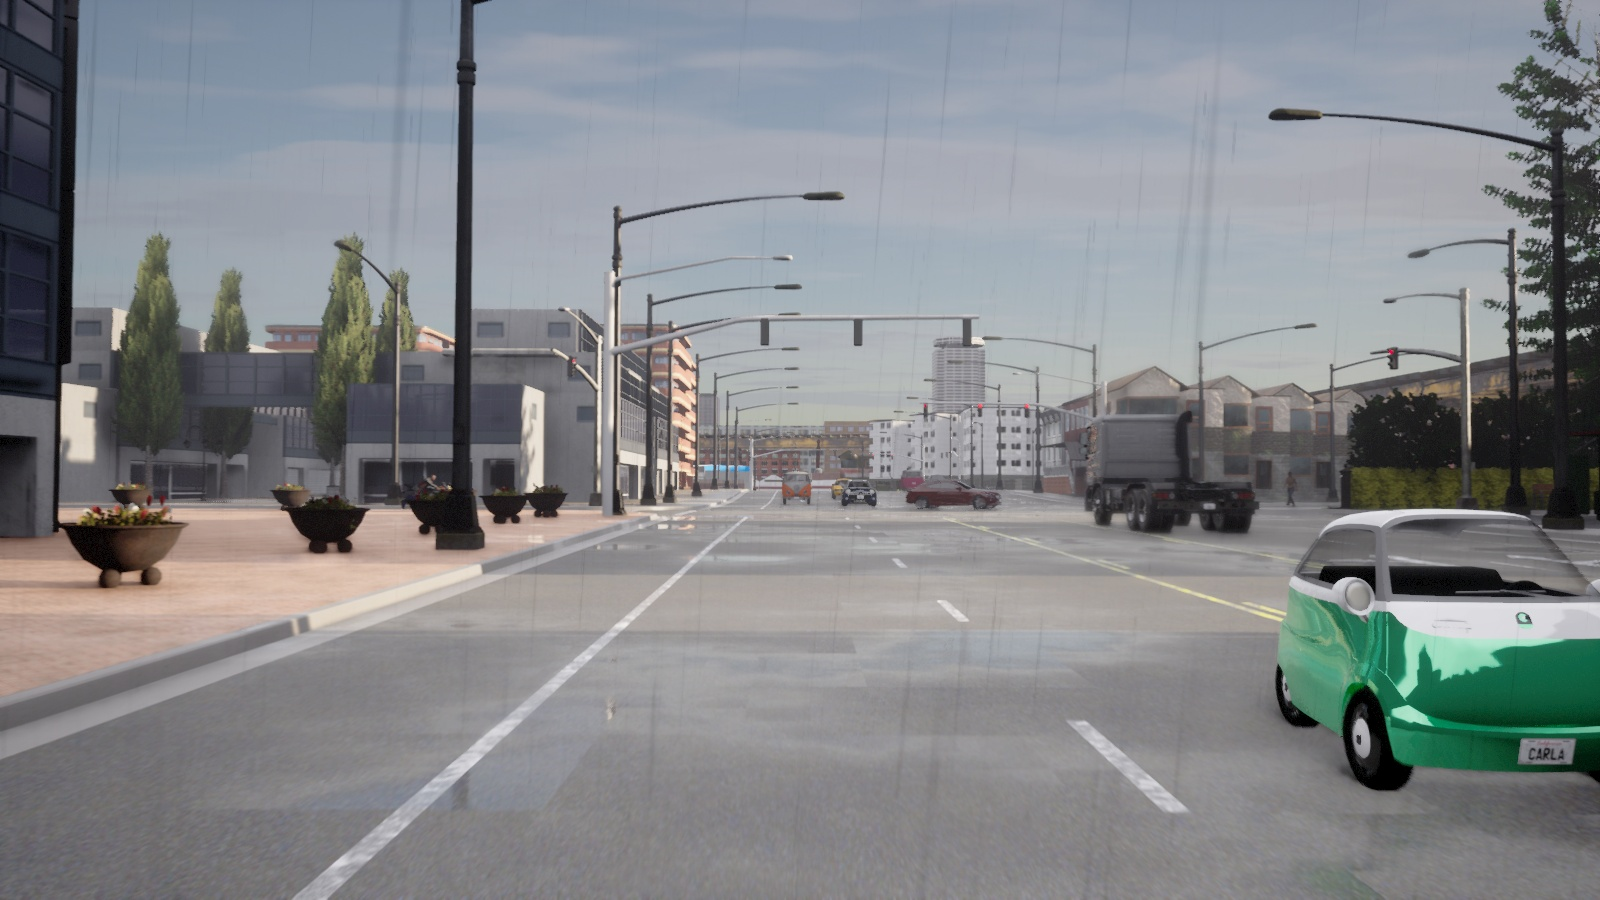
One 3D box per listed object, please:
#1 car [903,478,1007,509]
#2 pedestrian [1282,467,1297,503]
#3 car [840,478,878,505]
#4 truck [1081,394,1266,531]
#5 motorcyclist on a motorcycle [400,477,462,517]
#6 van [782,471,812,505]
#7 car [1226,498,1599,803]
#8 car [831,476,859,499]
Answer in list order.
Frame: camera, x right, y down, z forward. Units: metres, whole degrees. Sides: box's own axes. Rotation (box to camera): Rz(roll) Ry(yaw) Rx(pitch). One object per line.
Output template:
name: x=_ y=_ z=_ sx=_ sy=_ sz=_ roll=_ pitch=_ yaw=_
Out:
car: x=7.515 y=2.121 z=60.998 sx=4.674 sy=1.442 sz=1.812 roll=-1 pitch=-1 yaw=22
pedestrian: x=24.707 y=1.754 z=63.358 sx=0.869 sy=1.805 sz=0.328 roll=1 pitch=-2 yaw=-42
car: x=3.332 y=2.362 z=71.168 sx=1.970 sy=1.475 sz=3.806 roll=0 pitch=-1 yaw=0
truck: x=10.410 y=0.424 z=35.990 sx=2.891 sy=3.462 sz=7.936 roll=0 pitch=-2 yaw=0
motorcyclist on a motorcycle: x=-14.566 y=1.860 z=49.599 sx=2.191 sy=1.530 sz=0.866 roll=0 pitch=-2 yaw=0
van: x=-0.182 y=2.307 z=76.450 sx=1.775 sy=1.987 sz=4.442 roll=-1 pitch=-2 yaw=0
car: x=3.484 y=0.973 z=6.945 sx=1.481 sy=1.376 sz=2.207 roll=0 pitch=-1 yaw=0
car: x=3.282 y=2.739 z=92.312 sx=1.801 sy=1.575 sz=5.366 roll=0 pitch=0 yaw=0
